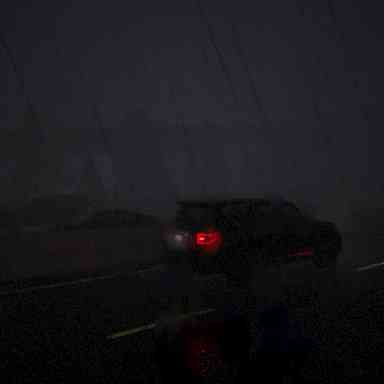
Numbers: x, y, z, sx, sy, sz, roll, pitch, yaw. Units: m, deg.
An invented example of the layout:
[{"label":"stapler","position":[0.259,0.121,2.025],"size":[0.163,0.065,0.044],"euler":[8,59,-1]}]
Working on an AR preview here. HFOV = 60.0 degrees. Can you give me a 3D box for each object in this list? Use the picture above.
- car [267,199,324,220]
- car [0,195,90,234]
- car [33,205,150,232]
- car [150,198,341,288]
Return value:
[{"label":"car","position":[8.493,1.332,27.125],"size":[4.718,1.301,1.895],"euler":[-3,2,-35]},{"label":"car","position":[-8.611,1.196,19.332],"size":[5.566,2.045,2.150],"euler":[0,0,-36]},{"label":"car","position":[-3.759,1.446,14.211],"size":[5.008,1.535,1.882],"euler":[0,0,-35]},{"label":"car","position":[1.881,1.180,9.386],"size":[5.566,2.045,2.150],"euler":[-1,0,-36]}]
